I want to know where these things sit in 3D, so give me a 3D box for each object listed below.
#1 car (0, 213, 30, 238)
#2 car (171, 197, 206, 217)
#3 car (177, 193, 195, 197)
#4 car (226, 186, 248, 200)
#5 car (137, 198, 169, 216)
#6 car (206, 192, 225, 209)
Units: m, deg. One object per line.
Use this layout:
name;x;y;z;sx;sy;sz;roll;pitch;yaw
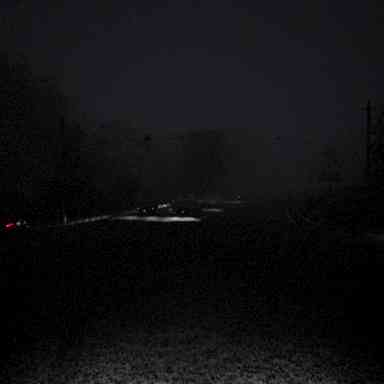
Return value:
car;-10.446;1.507;15.263;5.357;1.411;2.033;0;0;0
car;-0.325;1.439;29.939;1.994;1.385;4.181;0;1;13
car;-0.937;0.937;40.961;2.097;1.767;4.553;0;2;19
car;7.184;0.123;52.522;2.150;2.045;5.566;0;4;24
car;-3.586;1.362;31.340;1.837;1.490;4.892;0;1;14
car;2.351;1.121;39.820;1.812;1.442;4.674;0;2;19
